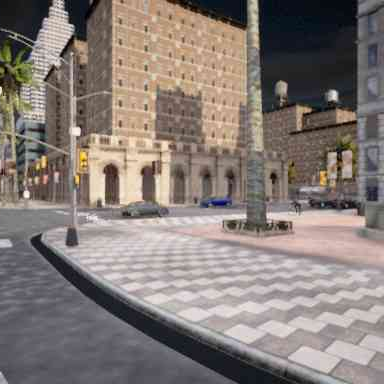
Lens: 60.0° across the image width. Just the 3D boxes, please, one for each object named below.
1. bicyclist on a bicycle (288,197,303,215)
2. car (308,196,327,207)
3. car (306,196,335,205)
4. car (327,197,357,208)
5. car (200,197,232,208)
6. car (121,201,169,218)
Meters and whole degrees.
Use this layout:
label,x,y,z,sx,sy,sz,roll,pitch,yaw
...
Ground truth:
label,x,y,z,sx,sy,sz,roll,pitch,yaw
bicyclist on a bicycle,9.217,1.269,29.697,0.582,1.620,1.656,0,0,-33
car,19.419,1.460,49.291,4.892,1.490,1.837,0,0,-33
car,23.327,1.492,60.296,5.357,1.411,2.033,0,0,-33
car,21.598,1.469,46.533,4.892,1.490,1.837,0,0,-33
car,3.458,1.408,47.391,5.008,1.535,1.882,0,0,-33
car,-4.171,1.509,29.680,4.181,1.385,1.994,0,0,-34
